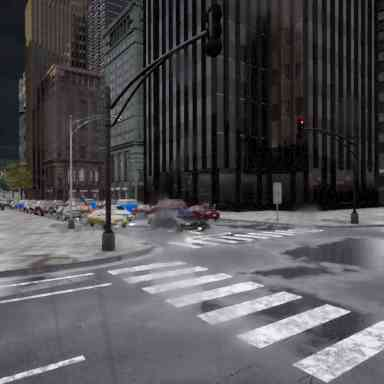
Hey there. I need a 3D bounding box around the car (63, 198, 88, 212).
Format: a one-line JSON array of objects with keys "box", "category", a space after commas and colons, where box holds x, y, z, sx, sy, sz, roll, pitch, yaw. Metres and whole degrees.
[{"box": [-17.897, 1.898, 50.886, 2.150, 2.045, 5.566, 0, -1, -35], "category": "car"}]

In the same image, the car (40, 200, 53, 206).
[{"box": [-34.727, 2.661, 79.178, 1.947, 1.339, 4.313, -1, 0, -35], "category": "car"}]

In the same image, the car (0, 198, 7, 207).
[{"box": [-41.273, 2.667, 73.672, 1.887, 1.381, 4.507, -1, 0, -35], "category": "car"}]

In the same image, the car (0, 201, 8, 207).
[{"box": [-44.385, 2.771, 78.056, 1.802, 1.307, 4.206, -1, 0, -35], "category": "car"}]

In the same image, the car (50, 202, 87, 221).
[{"box": [-12.031, 2.004, 32.485, 2.008, 1.369, 4.403, -1, 0, -35], "category": "car"}]

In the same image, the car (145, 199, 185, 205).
[{"box": [-2.360, 1.669, 33.597, 2.192, 1.841, 5.009, -1, 0, -35], "category": "car"}]

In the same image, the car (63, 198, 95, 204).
[{"box": [-12.936, 1.867, 38.387, 2.097, 1.767, 4.553, 0, -1, -35], "category": "car"}]

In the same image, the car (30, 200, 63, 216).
[{"box": [-17.693, 1.901, 40.453, 2.192, 1.841, 5.009, -1, 0, -35], "category": "car"}]

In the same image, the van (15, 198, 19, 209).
[{"box": [-26.177, 2.123, 52.404, 1.690, 1.788, 3.998, -1, 0, -35], "category": "van"}]

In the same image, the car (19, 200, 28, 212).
[{"box": [-23.347, 2.157, 48.420, 1.967, 1.590, 4.097, -1, 0, -35], "category": "car"}]

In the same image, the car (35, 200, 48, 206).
[{"box": [-37.738, 2.711, 83.420, 2.008, 1.369, 4.403, -1, 0, -35], "category": "car"}]

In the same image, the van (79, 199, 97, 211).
[{"box": [-17.060, 2.038, 54.353, 1.690, 1.788, 3.998, -1, 0, -35], "category": "van"}]

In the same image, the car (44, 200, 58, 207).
[{"box": [-31.714, 2.596, 74.936, 1.947, 1.339, 4.313, -1, 0, -35], "category": "car"}]

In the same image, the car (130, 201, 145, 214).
[{"box": [-5.294, 2.005, 37.748, 1.802, 1.307, 4.206, -1, 0, -35], "category": "car"}]

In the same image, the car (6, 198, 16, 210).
[{"box": [-31.936, 2.354, 60.517, 1.967, 1.590, 4.097, -1, 0, -35], "category": "car"}]

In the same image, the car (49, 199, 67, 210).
[{"box": [-24.054, 2.171, 59.569, 2.097, 1.767, 4.553, 0, -1, -35], "category": "car"}]

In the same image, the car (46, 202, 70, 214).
[{"box": [-18.918, 2.146, 46.887, 2.128, 1.511, 4.902, 0, -1, -35], "category": "car"}]

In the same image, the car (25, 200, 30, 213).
[{"box": [-20.516, 2.196, 44.437, 1.887, 1.381, 4.507, -1, 0, -35], "category": "car"}]

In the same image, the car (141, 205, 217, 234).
[{"box": [-1.032, 1.782, 21.518, 2.033, 1.411, 5.357, 0, -1, -34], "category": "car"}]

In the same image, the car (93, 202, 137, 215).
[{"box": [-7.054, 1.903, 30.090, 1.812, 1.442, 4.674, 0, -1, -35], "category": "car"}]

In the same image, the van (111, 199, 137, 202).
[{"box": [-8.240, 1.833, 41.899, 1.690, 1.788, 3.998, -1, 0, -35], "category": "van"}]

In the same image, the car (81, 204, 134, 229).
[{"box": [-6.276, 1.844, 24.379, 1.752, 1.417, 4.829, -1, 0, -35], "category": "car"}]

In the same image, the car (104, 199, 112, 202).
[{"box": [-11.180, 1.876, 46.051, 2.192, 1.841, 5.009, -1, 0, -35], "category": "car"}]

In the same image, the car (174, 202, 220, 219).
[{"box": [0.585, 1.829, 29.445, 1.887, 1.381, 4.507, -1, 0, -35], "category": "car"}]
